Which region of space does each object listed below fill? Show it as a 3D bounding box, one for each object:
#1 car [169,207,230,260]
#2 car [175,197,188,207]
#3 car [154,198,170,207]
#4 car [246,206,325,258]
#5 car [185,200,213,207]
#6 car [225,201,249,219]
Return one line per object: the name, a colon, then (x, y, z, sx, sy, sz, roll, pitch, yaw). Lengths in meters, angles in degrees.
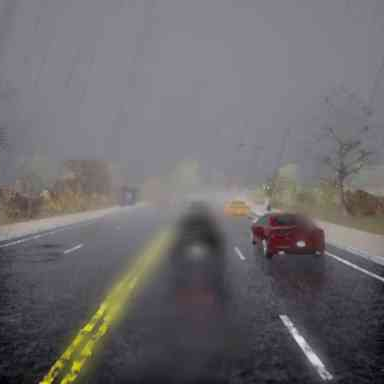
car: (0.219, 1.530, 12.525, 1.837, 1.490, 4.892, 0, 0, 2)
car: (-1.407, 1.540, 50.648, 2.128, 1.511, 4.902, 0, 0, 4)
car: (-4.570, 1.613, 51.886, 1.994, 1.385, 4.181, 0, 0, 4)
car: (3.480, 1.505, 12.898, 1.882, 1.535, 5.008, 0, 0, 2)
car: (0.693, 1.549, 27.930, 1.837, 1.490, 4.892, 0, 0, 3)
car: (4.010, 1.520, 29.285, 1.882, 1.535, 5.008, 0, 0, 3)
